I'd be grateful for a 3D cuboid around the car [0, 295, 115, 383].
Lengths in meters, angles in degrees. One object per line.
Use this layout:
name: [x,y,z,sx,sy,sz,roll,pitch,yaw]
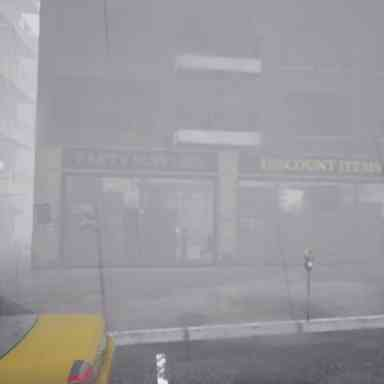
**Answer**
car: [-3.282,1.715,3.360,4.829,1.417,1.752,-1,-1,-7]
